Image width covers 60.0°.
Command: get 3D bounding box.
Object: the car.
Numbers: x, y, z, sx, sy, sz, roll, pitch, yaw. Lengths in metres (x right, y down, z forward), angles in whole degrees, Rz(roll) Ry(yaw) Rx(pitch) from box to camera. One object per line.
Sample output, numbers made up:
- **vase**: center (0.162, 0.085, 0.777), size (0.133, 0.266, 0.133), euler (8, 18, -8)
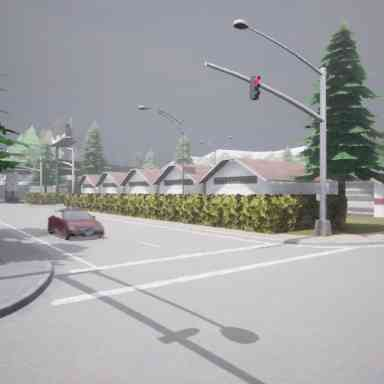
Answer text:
- **car**: center (-6.109, 1.590, 17.124), size (1.812, 1.442, 4.674), euler (0, 1, -37)
